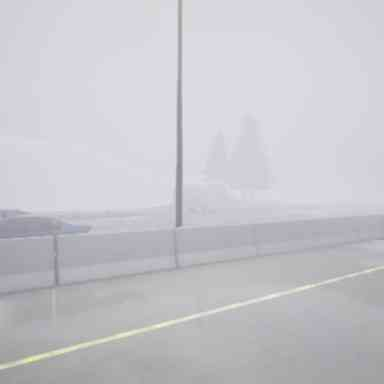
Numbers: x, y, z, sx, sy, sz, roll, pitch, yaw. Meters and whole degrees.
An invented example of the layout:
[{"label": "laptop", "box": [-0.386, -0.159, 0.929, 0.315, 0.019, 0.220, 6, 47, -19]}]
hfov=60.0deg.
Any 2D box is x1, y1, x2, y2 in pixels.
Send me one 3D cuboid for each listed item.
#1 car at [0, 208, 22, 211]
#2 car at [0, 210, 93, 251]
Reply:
[{"label": "car", "box": [-8.728, 1.485, 14.857, 5.008, 1.535, 1.882, 1, 0, -35]}, {"label": "car", "box": [-6.360, 1.557, 12.240, 5.357, 1.411, 2.033, 0, 0, -35]}]
